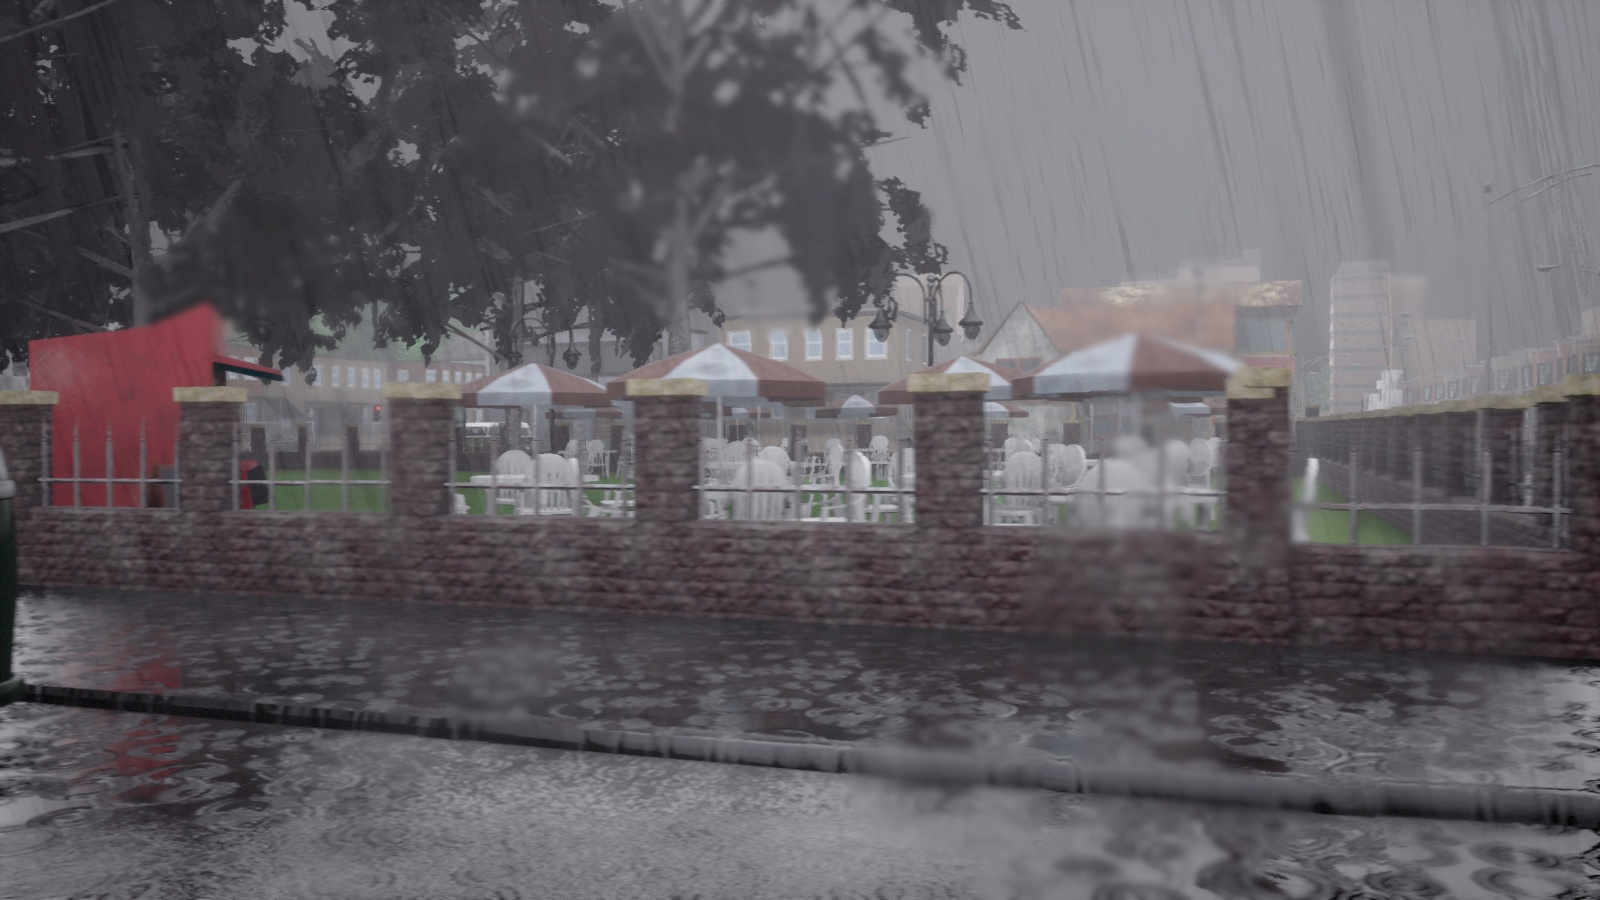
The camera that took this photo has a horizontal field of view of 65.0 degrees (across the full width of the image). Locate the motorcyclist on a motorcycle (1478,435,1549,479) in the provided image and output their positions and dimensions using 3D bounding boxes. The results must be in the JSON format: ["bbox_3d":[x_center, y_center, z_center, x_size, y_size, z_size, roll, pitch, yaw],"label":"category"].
[{"bbox_3d":[25.415,0.243,44.762,2.191,1.530,0.866,0,-1,-13],"label":"motorcyclist on a motorcycle"}]

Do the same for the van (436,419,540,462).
[{"bbox_3d":[-15.109,-0.465,60.866,4.480,2.038,2.069,1,1,19],"label":"van"}]

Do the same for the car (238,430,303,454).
[{"bbox_3d":[-33.463,-0.532,79.450,1.845,1.501,3.633,1,1,19],"label":"car"}]

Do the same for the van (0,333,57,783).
[{"bbox_3d":[-5.834,0.469,5.690,4.442,1.987,1.775,1,1,19],"label":"van"}]
